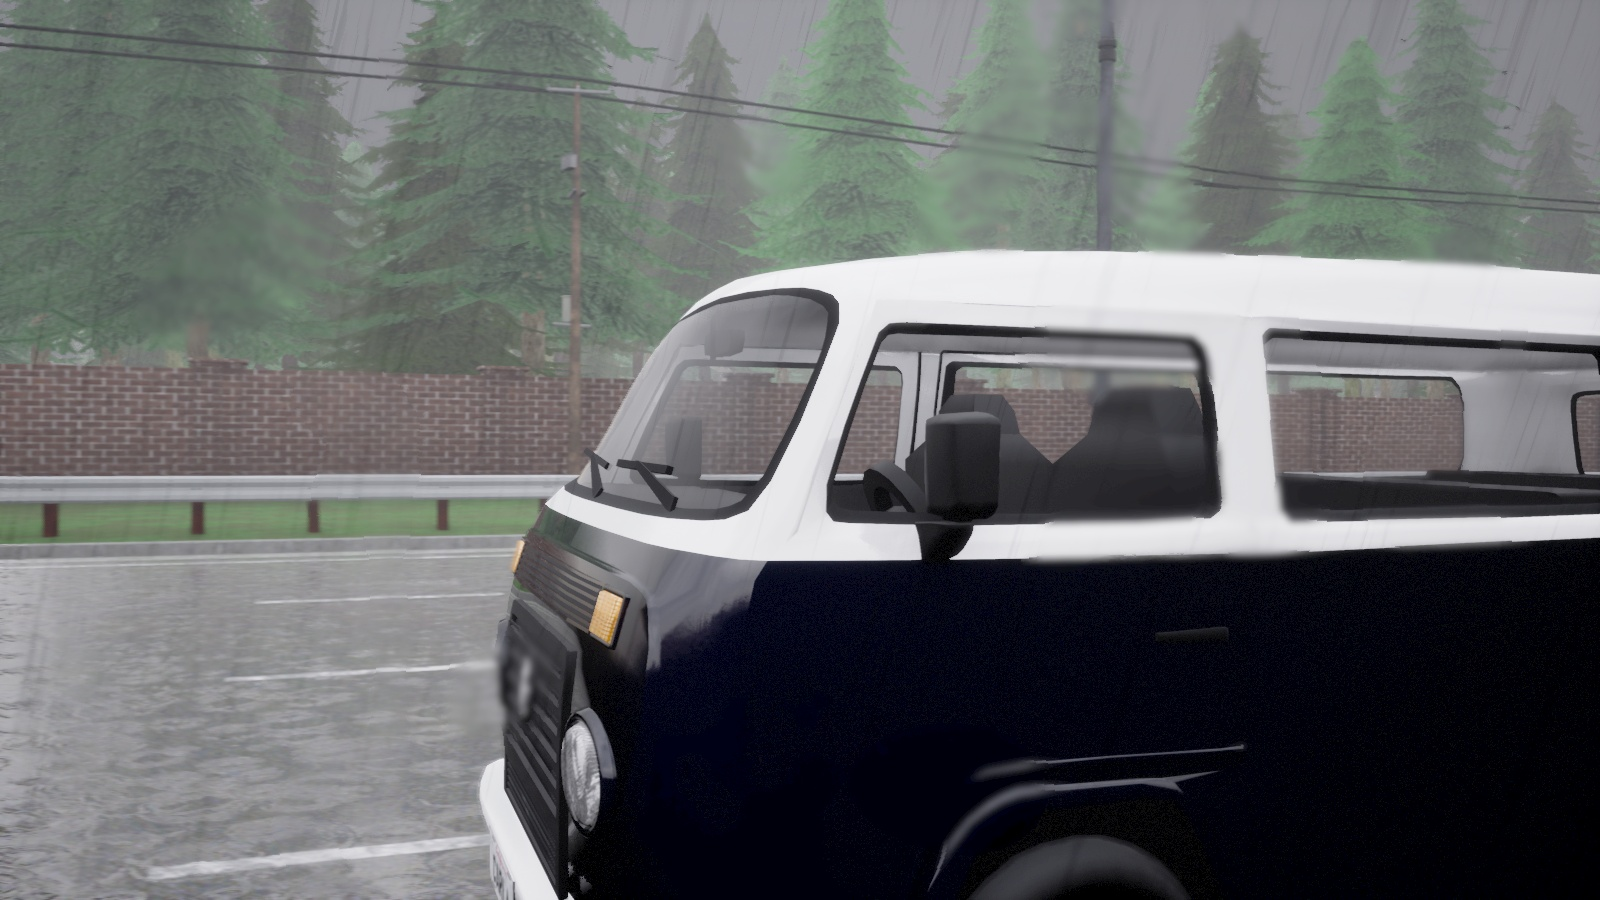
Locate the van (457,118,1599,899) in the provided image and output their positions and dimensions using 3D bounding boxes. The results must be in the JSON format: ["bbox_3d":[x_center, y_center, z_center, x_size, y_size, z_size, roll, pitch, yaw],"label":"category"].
[{"bbox_3d":[1.401,0.445,3.768,4.480,2.038,2.069,-1,1,-21],"label":"van"}]
